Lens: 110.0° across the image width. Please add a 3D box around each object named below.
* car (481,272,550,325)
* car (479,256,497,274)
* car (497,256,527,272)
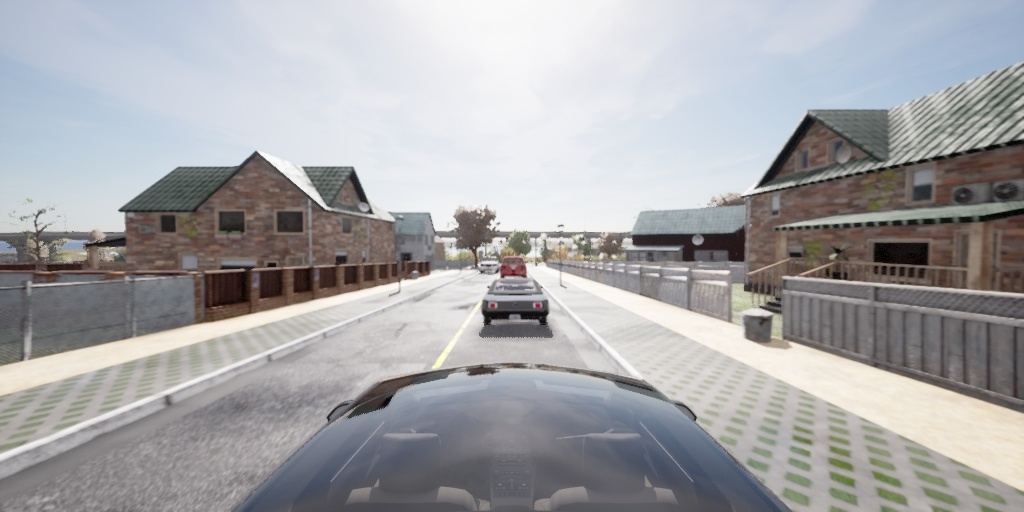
[{"bbox_3d":[0.099,1.368,11.898,1.895,1.301,4.718,0,0,0],"label":"car"},{"bbox_3d":[-2.717,1.069,44.087,2.150,2.045,5.566,0,-1,0],"label":"car"},{"bbox_3d":[0.127,1.031,30.658,2.150,2.045,5.566,0,0,0],"label":"car"}]
